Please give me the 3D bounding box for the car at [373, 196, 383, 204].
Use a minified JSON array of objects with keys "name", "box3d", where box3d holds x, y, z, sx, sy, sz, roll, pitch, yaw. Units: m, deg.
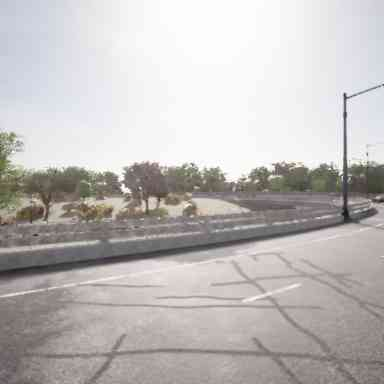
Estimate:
[{"name":"car","box3d":[37.122,1.515,65.288,1.837,1.490,4.892,0,0,12]}]
